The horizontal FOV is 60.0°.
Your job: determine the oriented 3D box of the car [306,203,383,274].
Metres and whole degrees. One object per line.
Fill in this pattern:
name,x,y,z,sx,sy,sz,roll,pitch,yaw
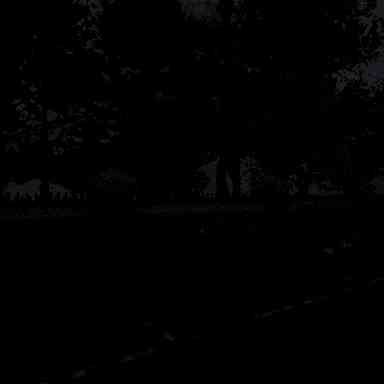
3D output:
car,5.848,1.313,10.727,5.009,1.841,2.192,0,0,-35
